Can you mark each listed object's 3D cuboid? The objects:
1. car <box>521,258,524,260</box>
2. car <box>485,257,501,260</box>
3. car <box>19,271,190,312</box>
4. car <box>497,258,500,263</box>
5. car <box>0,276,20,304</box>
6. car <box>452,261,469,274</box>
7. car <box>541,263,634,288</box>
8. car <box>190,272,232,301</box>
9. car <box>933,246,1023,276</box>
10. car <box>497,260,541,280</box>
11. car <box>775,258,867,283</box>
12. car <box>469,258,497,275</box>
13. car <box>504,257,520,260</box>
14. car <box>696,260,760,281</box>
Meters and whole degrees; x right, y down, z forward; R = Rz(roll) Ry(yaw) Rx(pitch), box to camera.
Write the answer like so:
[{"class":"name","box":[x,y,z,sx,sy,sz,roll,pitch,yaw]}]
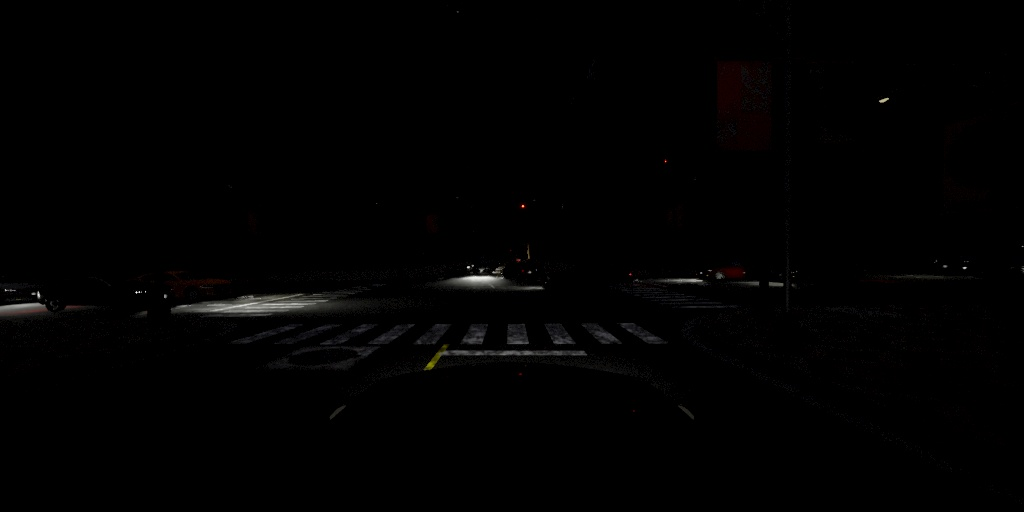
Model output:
[{"class":"car","box":[2.680,1.304,52.053,1.888,1.381,4.507,0,0,0]},{"class":"car","box":[-3.201,1.288,58.891,1.812,1.442,4.674,0,0,0]},{"class":"car","box":[-17.626,1.546,15.706,4.902,1.511,2.128,-1,0,2]},{"class":"car","box":[-3.164,1.305,48.953,2.033,1.411,5.357,0,0,0]},{"class":"car","box":[-27.623,1.763,18.932,4.674,1.442,1.812,-1,0,0]},{"class":"car","box":[-5.792,1.305,41.126,2.007,1.370,4.403,0,0,0]},{"class":"car","box":[4.741,1.198,22.440,5.357,1.411,2.033,-2,0,0]},{"class":"car","box":[-17.649,1.528,18.950,5.008,1.535,1.882,-1,0,2]},{"class":"car","box":[33.839,0.344,25.724,5.566,2.045,2.150,-1,0,0]},{"class":"car","box":[0.675,1.318,31.479,1.994,1.385,4.181,0,0,-25]},{"class":"car","box":[19.216,0.885,22.455,4.892,1.490,1.837,-1,0,0]},{"class":"car","box":[-3.117,1.246,39.094,2.128,1.511,4.902,0,0,0]},{"class":"car","box":[-0.036,1.242,63.266,1.882,1.535,5.008,0,0,0]},{"class":"car","box":[15.567,1.003,25.700,4.181,1.385,1.994,-1,0,0]}]
